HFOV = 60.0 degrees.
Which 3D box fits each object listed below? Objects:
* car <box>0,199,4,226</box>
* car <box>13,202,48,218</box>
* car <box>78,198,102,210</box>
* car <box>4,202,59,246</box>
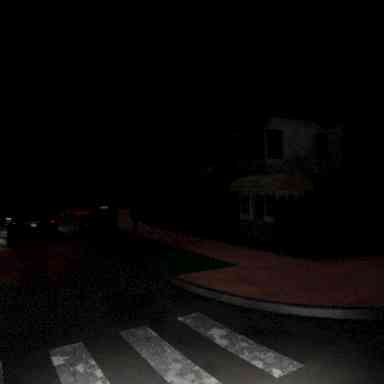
[{"bbox_3d":[-14.229,1.480,22.609,2.150,2.045,5.566,-2,0,-18],"label":"car"},{"bbox_3d":[-16.785,1.798,34.858,1.994,1.385,4.181,-1,1,-6],"label":"car"},{"bbox_3d":[-13.443,1.595,44.091,2.128,1.511,4.902,-1,1,2],"label":"car"},{"bbox_3d":[-7.930,1.500,16.621,2.097,1.767,4.553,-1,0,-26],"label":"car"}]
